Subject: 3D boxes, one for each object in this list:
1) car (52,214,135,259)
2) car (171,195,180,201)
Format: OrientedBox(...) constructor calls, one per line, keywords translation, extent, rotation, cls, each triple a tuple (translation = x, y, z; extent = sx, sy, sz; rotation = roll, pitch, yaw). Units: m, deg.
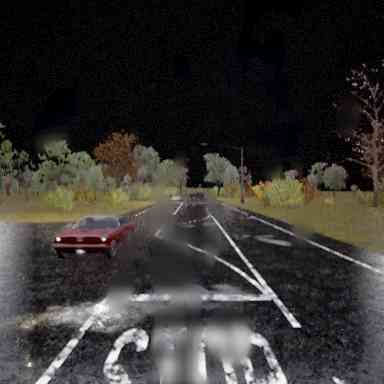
OrientedBox(translation=(-3.499, 1.553, 12.647), extent=(1.895, 1.301, 4.718), rotation=(0, 0, 0), cls="car")
OrientedBox(translation=(-3.529, 1.356, 71.967), extent=(1.895, 1.301, 4.718), rotation=(0, 0, 0), cls="car")
